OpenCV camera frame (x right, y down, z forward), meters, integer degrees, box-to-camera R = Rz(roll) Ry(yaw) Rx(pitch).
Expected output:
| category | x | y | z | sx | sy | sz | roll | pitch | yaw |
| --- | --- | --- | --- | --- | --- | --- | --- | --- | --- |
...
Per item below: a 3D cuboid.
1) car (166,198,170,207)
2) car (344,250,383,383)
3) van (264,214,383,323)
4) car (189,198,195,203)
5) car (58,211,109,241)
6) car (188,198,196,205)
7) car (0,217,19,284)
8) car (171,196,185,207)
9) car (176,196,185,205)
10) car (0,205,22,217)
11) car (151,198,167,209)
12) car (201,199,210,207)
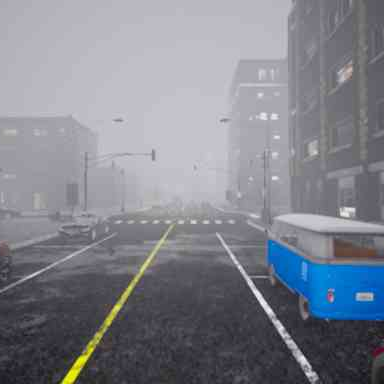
| category | x | y | z | sx | sy | sz | roll | pitch | yaw |
| --- | --- | --- | --- | --- | --- | --- | --- | --- | --- |
| car | -5.676 | 2.224 | 61.507 | 1.887 | 1.381 | 4.507 | 1 | -1 | 0 |
| car | 2.705 | 1.460 | 1.645 | 1.967 | 1.590 | 4.097 | 1 | -1 | 0 |
| van | 2.708 | 1.421 | 7.053 | 1.690 | 1.788 | 3.998 | 1 | -1 | 0 |
| car | 0.000 | 2.369 | 93.922 | 1.837 | 1.490 | 4.892 | 0 | -1 | 0 |
| car | -5.677 | 1.751 | 17.872 | 2.008 | 1.369 | 4.403 | 1 | -1 | 0 |
| car | 0.001 | 2.443 | 83.911 | 1.812 | 1.442 | 4.674 | 0 | -1 | 0 |
| car | -5.674 | 1.520 | 7.060 | 1.967 | 1.590 | 4.097 | 1 | -1 | 0 |
| car | -3.001 | 2.002 | 70.337 | 2.150 | 2.045 | 5.566 | 0 | -1 | 0 |
| car | -3.000 | 2.164 | 86.274 | 2.150 | 2.045 | 5.566 | 0 | -1 | 0 |
| car | -19.300 | 1.981 | 33.125 | 4.507 | 1.381 | 1.887 | 0 | -1 | 1 |
| car | -5.753 | 2.162 | 55.826 | 1.887 | 1.381 | 4.507 | 1 | -1 | 0 |
| car | 2.706 | 2.183 | 67.256 | 1.967 | 1.590 | 4.097 | 1 | -1 | 0 |
